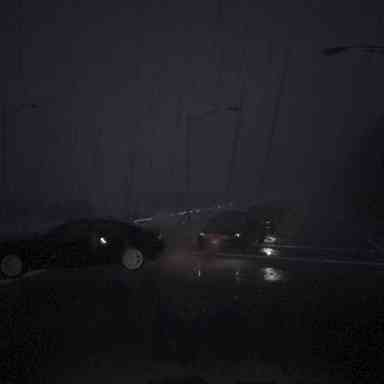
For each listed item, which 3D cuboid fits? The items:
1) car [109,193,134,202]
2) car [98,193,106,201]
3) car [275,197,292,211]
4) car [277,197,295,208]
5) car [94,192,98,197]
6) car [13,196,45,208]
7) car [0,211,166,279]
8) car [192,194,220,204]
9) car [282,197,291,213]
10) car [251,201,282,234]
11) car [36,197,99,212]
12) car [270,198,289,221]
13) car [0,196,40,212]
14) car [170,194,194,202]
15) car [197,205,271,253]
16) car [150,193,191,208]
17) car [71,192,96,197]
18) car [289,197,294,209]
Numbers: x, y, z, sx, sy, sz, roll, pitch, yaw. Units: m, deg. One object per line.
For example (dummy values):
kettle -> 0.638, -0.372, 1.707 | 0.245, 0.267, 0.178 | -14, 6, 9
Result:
car -> -13.809, 1.045, 65.312 | 4.605, 1.855, 1.932 | 0, 0, 18
car -> -20.214, 1.014, 70.941 | 3.866, 1.878, 1.905 | 0, 0, 18
car -> 11.658, 1.483, 42.110 | 1.837, 1.490, 4.892 | 0, 0, 19
car -> 13.539, 1.468, 47.686 | 2.128, 1.511, 4.902 | 0, 0, 19
car -> -21.856, 1.298, 67.986 | 3.806, 1.475, 1.970 | 0, 0, 18
car -> -21.698, 1.273, 44.281 | 3.633, 1.501, 1.845 | 0, 0, 18
car -> -3.285, 1.475, 9.871 | 5.008, 1.535, 1.882 | 0, 0, -15
car -> 1.660, 1.125, 56.782 | 5.027, 1.636, 2.152 | 0, 0, 18
car -> 7.747, 1.486, 30.515 | 1.837, 1.490, 4.892 | 0, 0, 19
car -> 3.960, 1.490, 19.305 | 1.837, 1.490, 4.892 | 0, 0, 19
car -> -9.036, 1.356, 24.209 | 3.633, 1.501, 1.845 | 0, 0, 18
car -> 5.870, 1.474, 24.951 | 2.128, 1.511, 4.902 | 0, 0, 19
car -> -15.115, 1.356, 29.404 | 3.806, 1.475, 1.970 | 0, 0, 18
car -> -2.104, 1.257, 68.690 | 4.514, 1.523, 2.007 | 0, 0, 18
car -> 1.813, 1.514, 13.896 | 1.812, 1.442, 4.674 | 0, 0, 24
car -> -2.967, 1.074, 41.774 | 4.605, 1.855, 1.932 | 0, 0, 18
car -> -18.464, 1.249, 53.736 | 4.514, 1.523, 2.007 | 0, 0, 18
car -> 9.786, 1.543, 36.553 | 1.994, 1.385, 4.181 | 0, 0, 19
